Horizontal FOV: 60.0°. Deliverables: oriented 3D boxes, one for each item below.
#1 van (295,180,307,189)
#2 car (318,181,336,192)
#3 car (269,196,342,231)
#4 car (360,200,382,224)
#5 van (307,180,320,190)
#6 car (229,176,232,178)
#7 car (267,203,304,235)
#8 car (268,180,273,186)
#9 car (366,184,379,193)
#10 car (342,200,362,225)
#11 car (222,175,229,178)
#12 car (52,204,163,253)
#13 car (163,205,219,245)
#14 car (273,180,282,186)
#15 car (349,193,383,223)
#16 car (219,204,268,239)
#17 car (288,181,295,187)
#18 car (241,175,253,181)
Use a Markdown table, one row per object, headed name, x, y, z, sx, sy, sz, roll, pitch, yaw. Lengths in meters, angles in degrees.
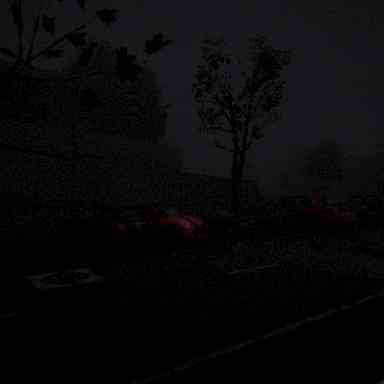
| name | x | y | z | sx | sy | sz | roll | pitch | yaw |
| --- | --- | --- | --- | --- | --- | --- | --- | --- | --- |
| van | 25.282 | -1.711 | 74.322 | 1.878 | 1.987 | 4.442 | 7 | 3 | 35 |
| car | 28.770 | -0.939 | 69.487 | 2.231 | 1.521 | 4.892 | 7 | 3 | 35 |
| car | 5.958 | 1.257 | 20.800 | 5.566 | 2.045 | 2.435 | -1 | -1 | 35 |
| car | 10.884 | 1.564 | 24.254 | 4.674 | 1.452 | 2.002 | -1 | -1 | 35 |
| van | 27.011 | -1.438 | 71.850 | 1.878 | 1.987 | 4.442 | 7 | 4 | 35 |
| car | 13.182 | -3.646 | 91.607 | 2.435 | 2.045 | 5.566 | 7 | 3 | 34 |
| car | 3.513 | 1.531 | 19.055 | 4.792 | 1.488 | 2.163 | -1 | -1 | 35 |
| car | 20.136 | -2.264 | 81.836 | 2.002 | 1.452 | 4.674 | 7 | 3 | 35 |
| car | 33.979 | -0.373 | 62.100 | 2.435 | 2.045 | 5.566 | 7 | 3 | 35 |
| car | 8.278 | 1.515 | 22.627 | 5.366 | 1.575 | 1.946 | -1 | -1 | 35 |
| car | 11.388 | -3.798 | 94.074 | 2.185 | 1.767 | 4.553 | 6 | 3 | 34 |
| car | -3.769 | 1.363 | 13.800 | 4.553 | 1.767 | 2.185 | -1 | 0 | 35 |
| car | -1.374 | 1.366 | 15.584 | 4.553 | 1.767 | 2.185 | -1 | -1 | 34 |
| car | 21.878 | -1.991 | 79.374 | 2.002 | 1.452 | 4.674 | 7 | 3 | 35 |
| car | 13.312 | 1.281 | 26.012 | 5.566 | 2.045 | 2.435 | -1 | -1 | 35 |
| car | 1.093 | 1.497 | 17.309 | 4.892 | 1.521 | 2.231 | -1 | -1 | 35 |
| car | 23.708 | -1.759 | 77.053 | 1.946 | 1.575 | 5.366 | 7 | 3 | 35 |
| car | 15.032 | -3.123 | 89.348 | 1.946 | 1.575 | 5.366 | 7 | 3 | 34 |
